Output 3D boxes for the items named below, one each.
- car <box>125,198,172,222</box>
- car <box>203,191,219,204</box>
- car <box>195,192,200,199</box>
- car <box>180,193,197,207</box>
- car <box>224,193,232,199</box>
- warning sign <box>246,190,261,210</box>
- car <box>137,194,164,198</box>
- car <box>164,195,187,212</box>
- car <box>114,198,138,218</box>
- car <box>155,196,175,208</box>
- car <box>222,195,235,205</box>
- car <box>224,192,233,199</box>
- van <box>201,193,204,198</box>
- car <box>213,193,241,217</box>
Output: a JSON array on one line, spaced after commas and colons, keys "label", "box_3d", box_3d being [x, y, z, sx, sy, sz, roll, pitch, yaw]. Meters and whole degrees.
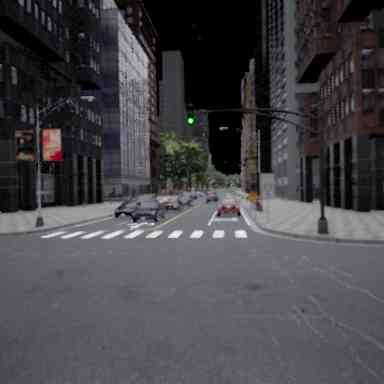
[{"label": "car", "box_3d": [-3.114, 1.415, 25.304, 2.033, 1.411, 5.357, -1, 0, 5]}, {"label": "car", "box_3d": [3.364, 1.104, 55.029, 1.837, 1.490, 4.892, -1, 0, 6]}, {"label": "car", "box_3d": [-0.066, 0.880, 77.651, 2.192, 1.841, 5.009, -1, 0, 6]}, {"label": "car", "box_3d": [-0.902, 1.231, 45.329, 1.837, 1.490, 4.892, -1, 0, 6]}, {"label": "car", "box_3d": [9.000, 0.920, 82.106, 1.887, 1.381, 4.507, -1, 0, 6]}, {"label": "warning sign", "box_3d": [5.790, 0.782, 31.572, 1.300, 1.860, 1.060, -1, 1, 6]}, {"label": "car", "box_3d": [-4.785, 1.168, 34.501, 2.192, 1.841, 5.009, -1, 0, 6]}, {"label": "car", "box_3d": [-2.029, 1.361, 35.199, 1.994, 1.385, 4.181, -1, 0, 6]}, {"label": "car", "box_3d": [-5.369, 1.457, 29.109, 1.947, 1.339, 4.313, -1, 0, 6]}, {"label": "car", "box_3d": [-3.619, 1.304, 45.121, 1.752, 1.417, 4.829, -1, 0, 6]}, {"label": "car", "box_3d": [5.462, 1.128, 49.749, 1.887, 1.381, 4.507, -1, 0, 6]}, {"label": "car", "box_3d": [8.409, 0.848, 76.712, 1.967, 1.590, 4.097, -1, 0, 6]}, {"label": "van", "box_3d": [1.705, 0.806, 93.833, 1.690, 1.788, 3.998, -1, 0, 6]}, {"label": "car", "box_3d": [3.101, 1.175, 28.178, 1.967, 1.590, 4.097, -1, 0, 6]}]
